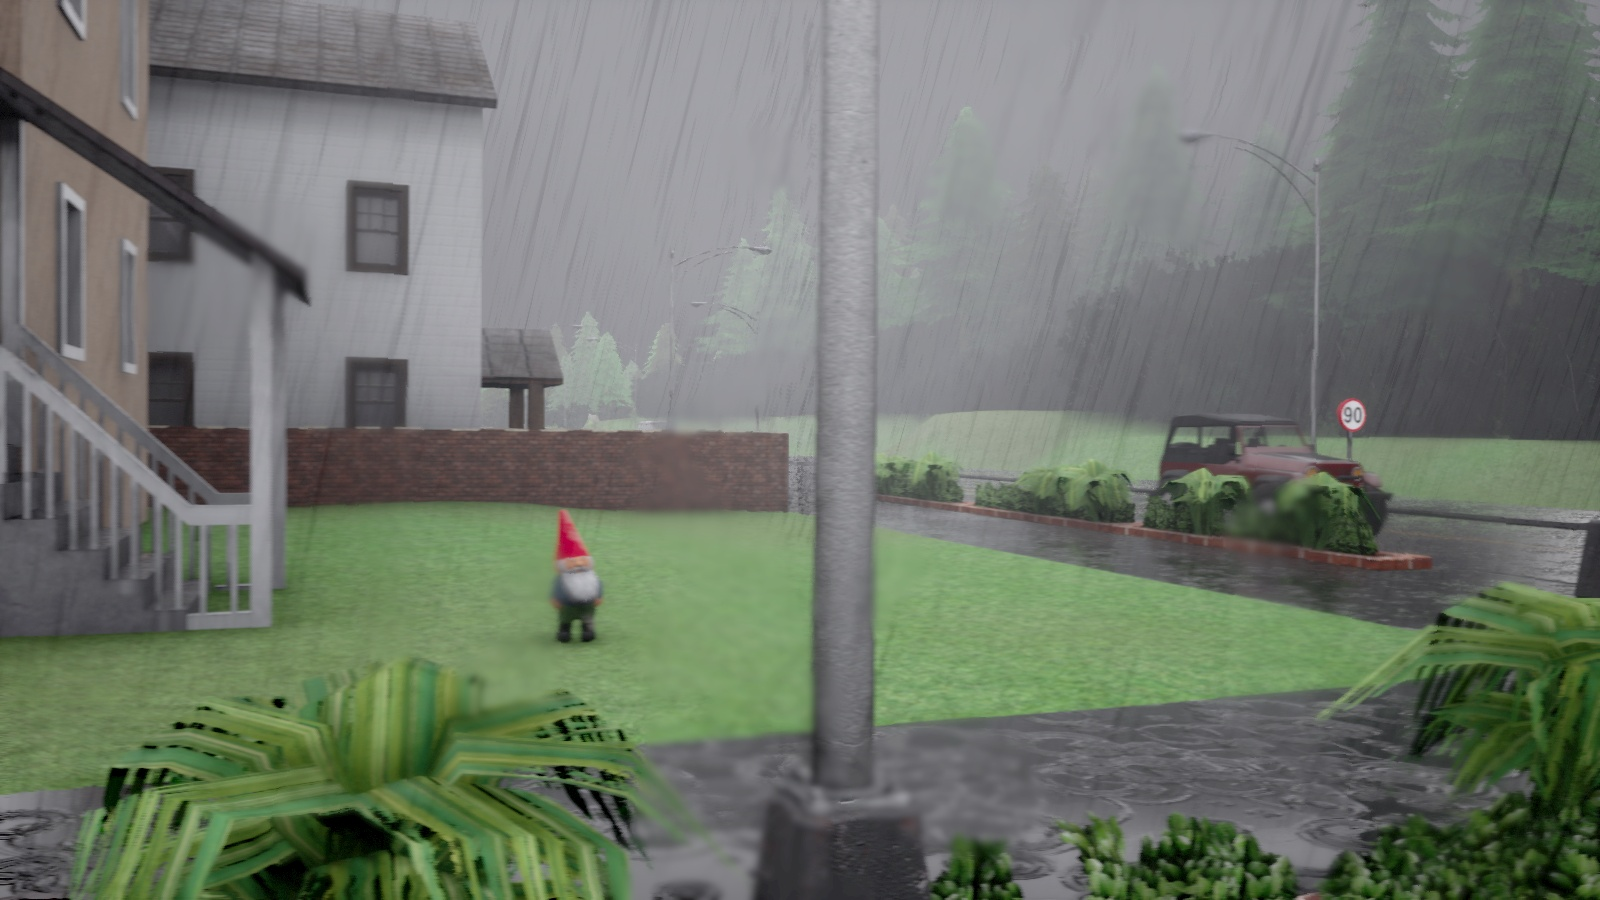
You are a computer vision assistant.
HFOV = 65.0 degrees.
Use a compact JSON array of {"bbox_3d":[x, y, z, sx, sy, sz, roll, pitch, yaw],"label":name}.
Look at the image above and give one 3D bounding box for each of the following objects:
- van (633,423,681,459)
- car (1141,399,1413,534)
[{"bbox_3d":[-8.395,-0.549,73.416,1.775,1.987,4.442,-1,1,-20],"label":"van"},{"bbox_3d":[7.323,0.195,19.683,1.905,1.878,3.866,-1,1,-20],"label":"car"}]
